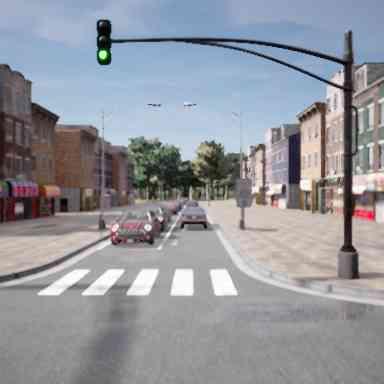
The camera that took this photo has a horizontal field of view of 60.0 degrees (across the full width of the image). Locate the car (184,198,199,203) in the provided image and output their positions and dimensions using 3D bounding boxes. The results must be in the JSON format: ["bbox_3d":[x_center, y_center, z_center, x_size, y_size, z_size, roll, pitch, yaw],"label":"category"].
[{"bbox_3d":[0.109,1.927,49.792,2.128,1.511,4.902,0,0,1],"label":"car"}]

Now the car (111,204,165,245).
[{"bbox_3d":[-2.623,1.573,16.149,1.967,1.590,4.097,-1,0,0],"label":"car"}]

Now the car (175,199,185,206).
[{"bbox_3d":[-2.542,2.181,70.493,2.008,1.369,4.403,-1,-1,0],"label":"car"}]

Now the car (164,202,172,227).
[{"bbox_3d":[-2.615,1.620,21.583,1.967,1.590,4.097,-1,0,0],"label":"car"}]

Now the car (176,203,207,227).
[{"bbox_3d":[0.136,1.750,24.249,2.033,1.411,5.357,0,0,0],"label":"car"}]

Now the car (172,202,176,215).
[{"bbox_3d":[-2.606,1.793,27.016,1.947,1.339,4.313,-1,0,0],"label":"car"}]

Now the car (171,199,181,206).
[{"bbox_3d":[-2.590,1.869,37.886,1.887,1.381,4.507,-1,-1,0],"label":"car"}]

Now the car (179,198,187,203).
[{"bbox_3d":[-2.510,2.410,92.231,1.947,1.339,4.313,-1,-1,0],"label":"car"}]

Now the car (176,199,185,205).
[{"bbox_3d":[-2.534,2.249,75.927,1.947,1.339,4.313,-1,-1,0],"label":"car"}]

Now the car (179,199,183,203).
[{"bbox_3d":[-2.582,1.925,43.320,2.008,1.369,4.403,-1,-1,0],"label":"car"}]

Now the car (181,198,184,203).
[{"bbox_3d":[-2.574,1.970,48.755,1.887,1.381,4.507,-1,-1,0],"label":"car"}]

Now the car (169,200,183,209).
[{"bbox_3d":[-2.566,2.041,54.190,1.947,1.339,4.313,-1,-1,0],"label":"car"}]
